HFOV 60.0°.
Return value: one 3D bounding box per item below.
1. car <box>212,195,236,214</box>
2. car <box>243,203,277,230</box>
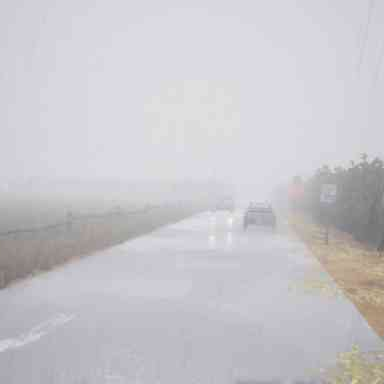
[{"bbox_3d":[3.025,1.054,30.559,1.837,1.490,4.892,2,1,12],"label":"car"},{"bbox_3d":[4.256,1.416,20.863,2.128,1.511,4.902,2,1,12],"label":"car"}]
